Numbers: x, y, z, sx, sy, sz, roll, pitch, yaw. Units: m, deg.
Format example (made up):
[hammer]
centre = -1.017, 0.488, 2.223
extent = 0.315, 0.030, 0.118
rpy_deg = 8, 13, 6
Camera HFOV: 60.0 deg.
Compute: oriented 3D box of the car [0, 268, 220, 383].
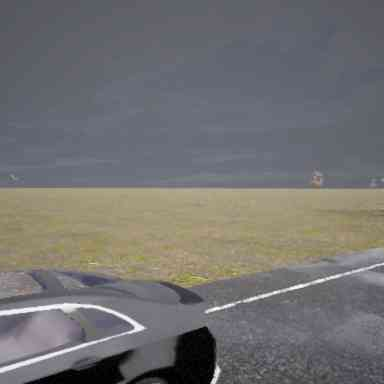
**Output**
[car]
centre = -2.023, 1.493, 2.550
extent = 4.902, 1.511, 2.128
rpy_deg = 0, 0, -35
